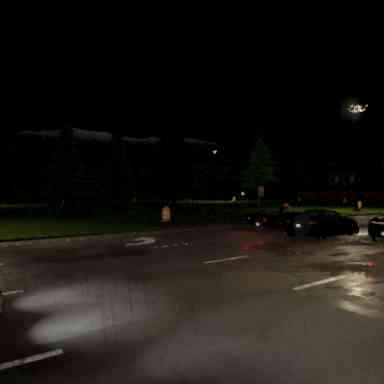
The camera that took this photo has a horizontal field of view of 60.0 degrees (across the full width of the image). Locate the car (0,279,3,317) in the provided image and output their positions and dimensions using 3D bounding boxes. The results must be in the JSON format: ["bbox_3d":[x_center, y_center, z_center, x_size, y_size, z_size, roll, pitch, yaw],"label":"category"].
[{"bbox_3d":[-5.159,1.523,4.367,4.674,1.442,1.812,0,0,-36],"label":"car"}]

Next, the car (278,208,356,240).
[{"bbox_3d":[6.734,1.587,17.153,4.181,1.385,1.994,0,0,-36],"label":"car"}]

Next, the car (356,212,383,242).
[{"bbox_3d":[9.922,1.516,15.128,4.902,1.511,2.128,0,0,-36],"label":"car"}]

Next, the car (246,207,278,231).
[{"bbox_3d":[5.709,1.626,20.988,4.718,1.301,1.895,0,0,-35],"label":"car"}]
